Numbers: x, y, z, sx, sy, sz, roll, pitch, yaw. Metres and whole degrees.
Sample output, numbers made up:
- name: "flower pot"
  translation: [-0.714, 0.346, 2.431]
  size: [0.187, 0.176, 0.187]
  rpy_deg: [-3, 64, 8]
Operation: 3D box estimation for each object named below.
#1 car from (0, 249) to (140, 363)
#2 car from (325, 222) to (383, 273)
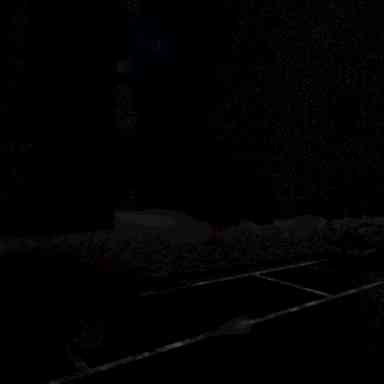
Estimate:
- name: "car"
  translation: [-2.926, 1.546, 4.558]
  size: [4.507, 1.381, 1.887]
  rpy_deg: [1, 0, -35]
- name: "car"
  translation: [6.196, 1.689, 11.060]
  size: [4.206, 1.307, 1.802]
  rpy_deg: [1, 0, -35]
